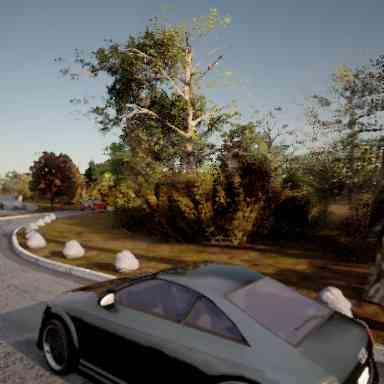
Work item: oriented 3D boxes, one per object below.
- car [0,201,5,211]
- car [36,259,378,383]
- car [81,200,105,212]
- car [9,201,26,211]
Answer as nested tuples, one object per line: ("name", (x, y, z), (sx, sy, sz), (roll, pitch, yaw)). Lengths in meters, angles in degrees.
("car", (-30.062, 2.086, 51.063), (1.837, 1.490, 4.892), (0, -1, -20))
("car", (-0.106, 1.575, 4.107), (4.181, 1.385, 1.994), (0, 0, 38))
("car", (-14.154, 1.882, 48.323), (2.097, 1.767, 4.553), (0, 0, 14))
("car", (-26.559, 2.101, 50.791), (1.812, 1.442, 4.674), (0, -1, -18))
